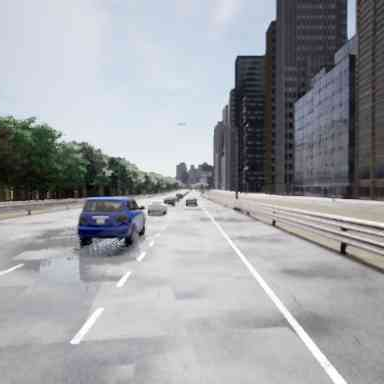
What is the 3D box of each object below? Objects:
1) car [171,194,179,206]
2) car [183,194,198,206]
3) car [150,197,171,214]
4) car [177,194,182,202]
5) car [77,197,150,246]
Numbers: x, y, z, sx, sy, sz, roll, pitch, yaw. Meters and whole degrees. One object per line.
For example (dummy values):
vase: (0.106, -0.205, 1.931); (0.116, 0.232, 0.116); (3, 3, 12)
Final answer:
car: (-3.666, 1.570, 55.087); (1.837, 1.490, 4.892); (0, 0, 0)
car: (-0.071, 1.557, 56.238); (2.128, 1.511, 4.902); (0, 0, 0)
car: (-3.571, 1.555, 35.074); (1.812, 1.442, 4.674); (0, 0, 0)
car: (-3.806, 1.658, 75.634); (1.994, 1.385, 4.181); (0, 0, 0)
car: (-3.515, 1.229, 15.455); (2.150, 2.045, 5.566); (0, 0, 0)
